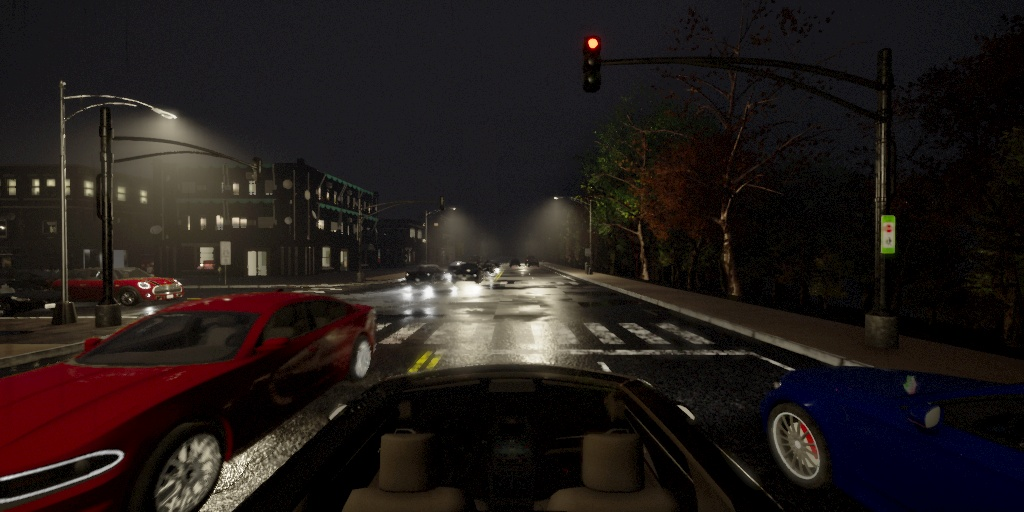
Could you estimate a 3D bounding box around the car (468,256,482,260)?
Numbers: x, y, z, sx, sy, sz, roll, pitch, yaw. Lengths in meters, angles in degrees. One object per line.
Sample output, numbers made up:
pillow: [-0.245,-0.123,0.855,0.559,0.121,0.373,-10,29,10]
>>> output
car: [-6.121,0.951,60.267,2.150,2.045,5.566,0,0,1]

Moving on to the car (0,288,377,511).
car: [-3.333,1.227,4.325,1.882,1.535,5.008,0,0,0]

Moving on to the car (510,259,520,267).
car: [0.585,1.231,64.812,1.837,1.490,4.892,0,0,0]

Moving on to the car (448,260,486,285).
car: [-3.164,1.269,26.154,1.812,1.442,4.674,0,0,0]

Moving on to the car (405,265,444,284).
car: [-6.410,1.344,26.700,1.895,1.301,4.718,0,0,0]

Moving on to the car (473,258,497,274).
car: [-3.046,1.242,41.203,1.837,1.490,4.892,0,0,0]

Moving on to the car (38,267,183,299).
car: [-17.994,1.302,16.484,4.553,1.767,2.097,-1,1,0]

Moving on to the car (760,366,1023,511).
car: [3.355,1.276,1.587,1.812,1.442,4.674,0,0,1]

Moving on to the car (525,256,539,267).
car: [3.835,1.204,64.653,1.882,1.535,5.008,0,0,1]

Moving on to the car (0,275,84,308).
car: [-19.858,1.565,13.767,4.313,1.339,1.948,0,0,1]

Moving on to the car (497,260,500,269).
car: [-2.912,1.330,56.804,1.895,1.301,4.718,0,0,1]

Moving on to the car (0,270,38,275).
car: [-26.658,1.496,19.694,5.008,1.535,1.882,-1,1,1]
